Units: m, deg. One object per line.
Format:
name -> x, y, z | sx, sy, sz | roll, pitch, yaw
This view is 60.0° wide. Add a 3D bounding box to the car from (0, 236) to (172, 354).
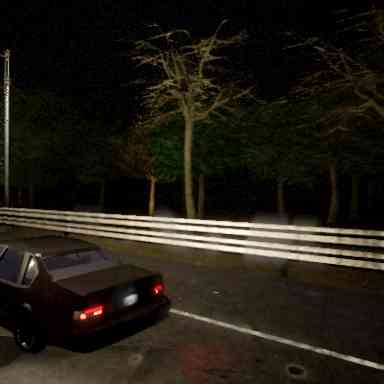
car -> -2.874, 1.547, 6.127 | 5.357, 1.411, 2.033 | 0, 0, 36
